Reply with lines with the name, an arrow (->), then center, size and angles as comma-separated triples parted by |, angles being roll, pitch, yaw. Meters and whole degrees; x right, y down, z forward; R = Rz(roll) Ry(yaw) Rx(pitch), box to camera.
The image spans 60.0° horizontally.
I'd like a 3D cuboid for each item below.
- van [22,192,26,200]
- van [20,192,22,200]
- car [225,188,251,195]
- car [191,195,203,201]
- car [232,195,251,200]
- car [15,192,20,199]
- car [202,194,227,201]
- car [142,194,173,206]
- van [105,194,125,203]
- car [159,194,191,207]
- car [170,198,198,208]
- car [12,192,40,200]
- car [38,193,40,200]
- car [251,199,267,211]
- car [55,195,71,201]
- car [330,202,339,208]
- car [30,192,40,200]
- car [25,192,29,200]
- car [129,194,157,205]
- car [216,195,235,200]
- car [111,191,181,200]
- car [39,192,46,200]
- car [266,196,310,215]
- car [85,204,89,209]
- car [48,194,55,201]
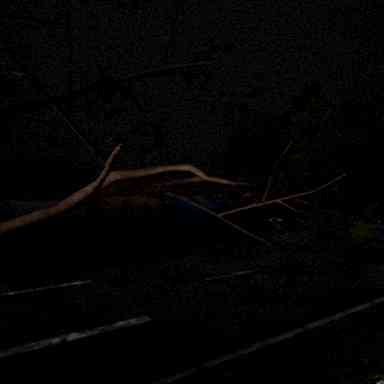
van -> -32.600, 1.019, 70.007 | 1.878, 1.987, 4.442 | 1, -1, 35
van -> -34.287, 1.020, 72.439 | 1.878, 1.987, 4.442 | 1, -1, 35
car -> 7.493, 0.034, 54.351 | 1.882, 1.535, 5.008 | 2, 3, -34
car -> 0.533, 1.561, 52.130 | 2.435, 2.045, 5.566 | 1, -2, 35
car -> 7.415, 1.678, 42.197 | 2.185, 1.767, 4.553 | 1, -2, 35
car -> -35.899, 0.998, 74.993 | 2.435, 2.045, 5.566 | 0, -1, 35
car -> 4.002, 1.685, 47.211 | 2.185, 1.767, 4.553 | 1, -2, 35
car -> -6.369, 1.568, 62.062 | 2.435, 2.045, 5.566 | 1, -2, 35
van -> -18.346, 1.611, 79.563 | 1.878, 1.987, 4.442 | 1, -2, 35
car -> -2.881, 1.567, 57.146 | 2.435, 2.045, 5.566 | 1, -2, 35
car -> -1.204, 1.843, 54.604 | 2.163, 1.488, 4.792 | 1, -2, 35
car -> -40.977, 1.000, 82.233 | 2.435, 2.045, 5.566 | 1, -1, 35
car -> -22.407, 1.268, 55.544 | 2.163, 1.488, 4.792 | 0, -1, 35
car -> 9.159, 1.805, 39.738 | 2.231, 1.521, 4.892 | 1, -2, 35
car -> -15.662, 1.230, 45.790 | 2.097, 1.535, 5.008 | 0, -1, 35
car -> 15.944, 1.196, 42.019 | 1.895, 1.301, 4.718 | 2, 3, -35
car -> -27.495, 1.117, 62.787 | 2.185, 1.767, 4.553 | 0, -1, 35
car -> -29.169, 1.246, 65.247 | 2.231, 1.521, 4.892 | 1, -1, 35
car -> -9.777, 1.574, 67.077 | 2.435, 2.045, 5.566 | 1, -2, 35
car -> 5.733, 1.683, 44.727 | 2.185, 1.767, 4.553 | 1, -2, 35
car -> -3.865, 0.966, 28.755 | 2.435, 2.045, 5.566 | 1, -1, 35
car -> -20.829, 1.230, 52.932 | 1.946, 1.575, 5.366 | 1, -1, 35
car -> 10.894, 1.552, 37.286 | 2.435, 2.045, 5.566 | 1, -2, 35
car -> -8.939, 1.097, 36.048 | 2.185, 1.767, 4.553 | 0, -1, 35
car -> -17.455, 1.226, 48.070 | 1.946, 1.575, 5.366 | 1, -1, 35
